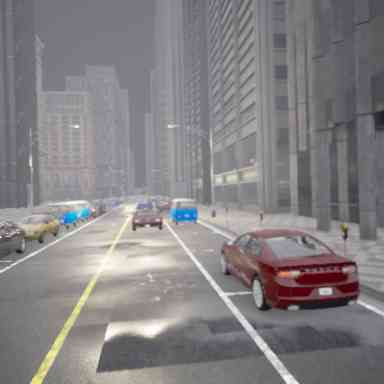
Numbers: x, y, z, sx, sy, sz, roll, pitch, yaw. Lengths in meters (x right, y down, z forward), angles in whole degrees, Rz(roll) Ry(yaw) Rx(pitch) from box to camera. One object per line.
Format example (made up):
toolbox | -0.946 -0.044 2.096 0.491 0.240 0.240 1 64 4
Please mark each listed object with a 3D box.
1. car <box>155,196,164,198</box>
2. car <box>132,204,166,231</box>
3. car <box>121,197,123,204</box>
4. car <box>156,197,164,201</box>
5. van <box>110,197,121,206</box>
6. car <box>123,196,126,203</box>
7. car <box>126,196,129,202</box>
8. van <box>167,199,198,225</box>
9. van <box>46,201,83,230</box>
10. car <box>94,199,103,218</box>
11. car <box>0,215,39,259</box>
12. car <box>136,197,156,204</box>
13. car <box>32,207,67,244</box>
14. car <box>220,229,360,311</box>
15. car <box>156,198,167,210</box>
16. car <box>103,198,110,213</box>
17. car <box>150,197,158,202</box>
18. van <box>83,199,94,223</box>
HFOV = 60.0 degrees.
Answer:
car | -4.737 1.808 52.301 1.947 1.339 4.313 -2 0 -8
car | -2.952 1.730 21.925 1.895 1.301 4.718 -2 0 -8
car | -15.642 2.125 67.790 1.887 1.381 4.507 -2 0 -8
car | -3.911 1.790 46.721 1.802 1.307 4.206 -2 0 -8
van | -14.824 1.887 62.210 1.690 1.788 3.998 -2 0 -8
car | -17.291 2.214 78.950 1.947 1.339 4.313 -2 0 -8
car | -18.945 2.155 90.110 1.967 1.590 4.097 -2 0 -8
van | -0.619 1.410 24.402 1.690 1.788 3.998 -2 0 -8
van | -9.049 1.645 23.149 1.690 1.788 3.998 -2 0 -8
car | -10.695 1.814 34.309 1.967 1.590 4.097 -2 0 -8
car | -7.392 1.785 11.989 2.008 1.369 4.403 -2 0 -8
car | -5.626 1.720 40.007 1.882 1.535 5.008 -2 0 -8
car | -8.193 1.793 17.401 1.752 1.417 4.829 -2 0 -8
car | 1.862 1.509 7.661 1.887 1.381 4.507 -2 0 -8
car | -3.086 1.755 41.141 1.802 1.307 4.206 -2 0 -8
car | -11.524 1.723 39.890 2.192 1.841 5.009 -2 0 -8
car | -10.511 2.030 91.360 2.008 1.369 4.403 -2 0 -8
van | -9.874 1.680 28.729 1.690 1.788 3.998 -2 0 -8
